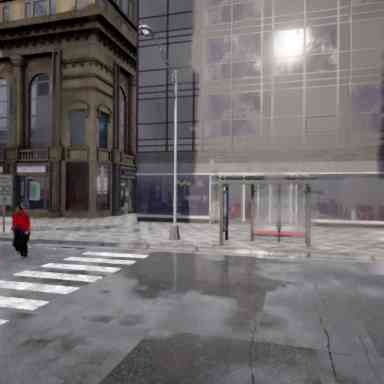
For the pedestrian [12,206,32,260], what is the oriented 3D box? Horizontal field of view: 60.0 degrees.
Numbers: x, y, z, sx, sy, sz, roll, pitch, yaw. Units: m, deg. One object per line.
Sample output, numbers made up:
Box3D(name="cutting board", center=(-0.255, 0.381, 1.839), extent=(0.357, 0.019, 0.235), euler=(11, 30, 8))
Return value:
Box3D(name="pedestrian", center=(-5.595, 1.278, 10.888), extent=(0.375, 1.860, 0.375), euler=(1, 1, 16))
